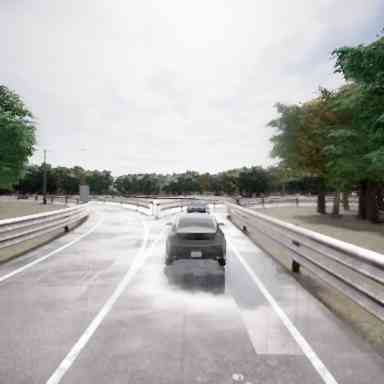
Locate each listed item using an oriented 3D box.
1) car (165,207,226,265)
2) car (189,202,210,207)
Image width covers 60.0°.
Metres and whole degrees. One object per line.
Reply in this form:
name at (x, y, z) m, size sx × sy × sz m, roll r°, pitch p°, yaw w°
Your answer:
car at (0.122, 1.498, 11.703) m, size 1.837 × 1.490 × 4.892 m, roll 0°, pitch 0°, yaw 0°
car at (0.740, 1.685, 34.115) m, size 1.895 × 1.301 × 4.718 m, roll -1°, pitch 0°, yaw 8°
